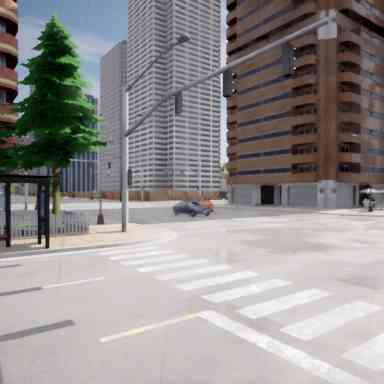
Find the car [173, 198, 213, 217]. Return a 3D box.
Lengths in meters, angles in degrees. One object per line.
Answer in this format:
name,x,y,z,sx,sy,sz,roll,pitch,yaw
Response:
car,-0.156,1.583,32.282,1.812,1.442,4.674,0,0,-35

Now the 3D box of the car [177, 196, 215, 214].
car,0.390,1.409,37.831,2.097,1.767,4.553,0,0,-36
